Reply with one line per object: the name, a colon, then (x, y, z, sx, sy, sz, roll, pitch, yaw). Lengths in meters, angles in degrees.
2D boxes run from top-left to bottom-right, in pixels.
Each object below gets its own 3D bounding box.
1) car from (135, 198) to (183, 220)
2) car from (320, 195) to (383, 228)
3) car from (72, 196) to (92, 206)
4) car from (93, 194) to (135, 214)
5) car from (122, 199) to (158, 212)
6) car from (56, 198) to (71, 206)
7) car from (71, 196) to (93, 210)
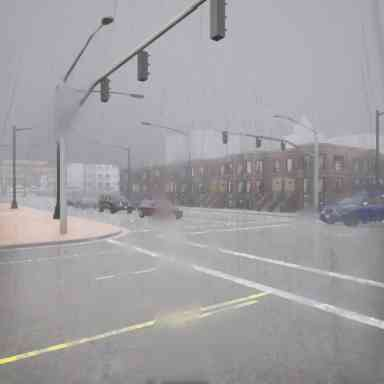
car: (-2.709, 1.352, 28.266, 2.097, 1.767, 4.553, 0, 0, -35)
car: (11.289, 1.224, 22.222, 5.566, 2.045, 2.150, 0, 1, -20)
car: (-18.882, 1.504, 57.107, 1.837, 1.490, 4.892, 0, 0, -36)
car: (-8.422, 1.221, 36.205, 2.150, 2.045, 5.566, 0, 0, -36)
car: (-6.269, 1.547, 39.549, 2.033, 1.411, 5.357, 0, 0, -36)
car: (-20.014, 1.564, 52.429, 1.994, 1.385, 4.181, 0, 0, -35)
car: (-14.213, 1.526, 44.300, 1.812, 1.442, 4.674, 0, 0, -35)
